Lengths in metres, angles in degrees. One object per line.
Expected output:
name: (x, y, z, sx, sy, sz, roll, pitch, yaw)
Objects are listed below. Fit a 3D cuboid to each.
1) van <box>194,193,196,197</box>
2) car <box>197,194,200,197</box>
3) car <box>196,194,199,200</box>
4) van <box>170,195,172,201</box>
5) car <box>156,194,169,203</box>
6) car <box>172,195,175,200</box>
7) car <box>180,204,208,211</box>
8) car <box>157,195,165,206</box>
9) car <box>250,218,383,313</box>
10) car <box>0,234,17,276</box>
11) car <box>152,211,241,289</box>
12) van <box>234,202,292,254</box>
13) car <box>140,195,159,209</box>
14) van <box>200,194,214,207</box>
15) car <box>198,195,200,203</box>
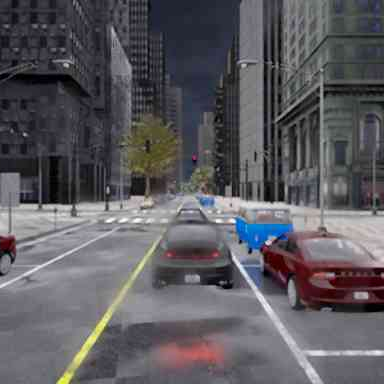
van: (2.279, 1.440, 94.444, 1.690, 1.788, 3.998, 0, 0, 0)
car: (2.418, 1.637, 67.378, 1.802, 1.307, 4.206, 0, 0, 0)
car: (2.390, 1.613, 72.791, 2.008, 1.369, 4.403, 0, 0, 0)
van: (-6.158, 1.411, 77.432, 1.690, 1.788, 3.998, 0, 0, 0)
car: (-6.076, 1.362, 61.566, 2.192, 1.841, 5.009, 0, 0, 0)
car: (-6.213, 1.653, 88.009, 1.947, 1.339, 4.313, 0, 0, 0)
car: (-0.083, 1.571, 18.082, 1.994, 1.385, 4.181, 0, 0, 0)
car: (-6.049, 1.585, 56.276, 1.887, 1.381, 4.507, 0, 0, 0)
car: (2.740, 1.547, 7.629, 1.887, 1.381, 4.507, 0, 0, 0)
car: (-5.815, 1.547, 7.604, 1.887, 1.381, 4.507, 0, 0, 0)
car: (0.016, 1.507, 9.135, 1.837, 1.490, 4.892, 0, 0, 0)
van: (2.713, 1.345, 13.155, 1.690, 1.788, 3.998, 0, 0, 0)
car: (-6.000, 1.554, 45.526, 1.752, 1.417, 4.829, 0, 0, 0)
van: (2.503, 1.375, 51.139, 1.690, 1.788, 3.998, 0, 0, 0)
car: (2.474, 1.607, 56.551, 1.947, 1.339, 4.313, 0, 0, 0)
